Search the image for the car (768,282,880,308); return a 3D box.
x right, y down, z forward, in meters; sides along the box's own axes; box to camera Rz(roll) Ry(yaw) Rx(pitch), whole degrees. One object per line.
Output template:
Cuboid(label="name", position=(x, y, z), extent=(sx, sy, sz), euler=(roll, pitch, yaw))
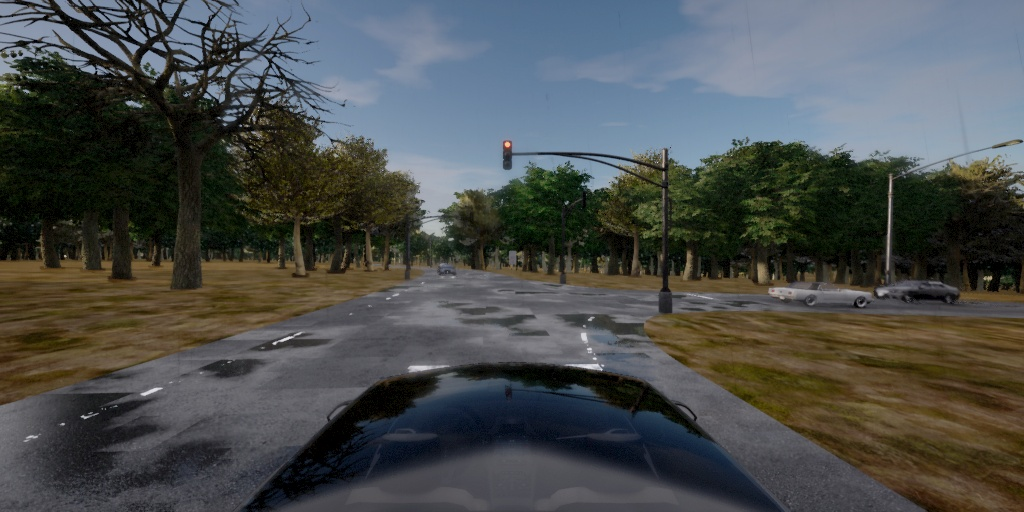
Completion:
Cuboid(label="car", position=(17.436, 2.149, 20.296), extent=(4.718, 1.301, 1.895), euler=(2, 0, -3))

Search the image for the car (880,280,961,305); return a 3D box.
Cuboid(label="car", position=(27.521, 2.426, 24.476), extent=(4.902, 1.511, 2.128), euler=(2, 0, -3))

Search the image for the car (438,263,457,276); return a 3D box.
Cuboid(label="car", position=(-7.641, 1.665, 42.539), extent=(1.994, 1.385, 4.181), euler=(0, -1, -10))
